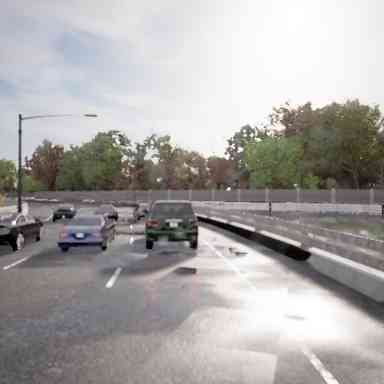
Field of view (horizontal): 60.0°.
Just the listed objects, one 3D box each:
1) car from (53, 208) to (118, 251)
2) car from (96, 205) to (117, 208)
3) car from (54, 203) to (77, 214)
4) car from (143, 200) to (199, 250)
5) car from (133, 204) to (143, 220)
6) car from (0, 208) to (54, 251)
[{"bbox_3d":[-4.524,1.690,14.900,2.033,1.411,5.357,0,-1,-8],"label":"car"},{"bbox_3d":[-7.878,1.857,30.623,1.994,1.385,4.181,0,-1,-16],"label":"car"},{"bbox_3d":[-11.234,1.792,29.636,1.837,1.490,4.892,0,0,-16],"label":"car"},{"bbox_3d":[-1.057,1.363,15.393,2.150,2.045,5.566,0,0,-8],"label":"car"},{"bbox_3d":[-4.406,1.844,31.256,2.033,1.411,5.357,0,-1,-16],"label":"car"},{"bbox_3d":[-8.041,1.635,14.724,2.128,1.511,4.902,0,0,-8],"label":"car"}]
